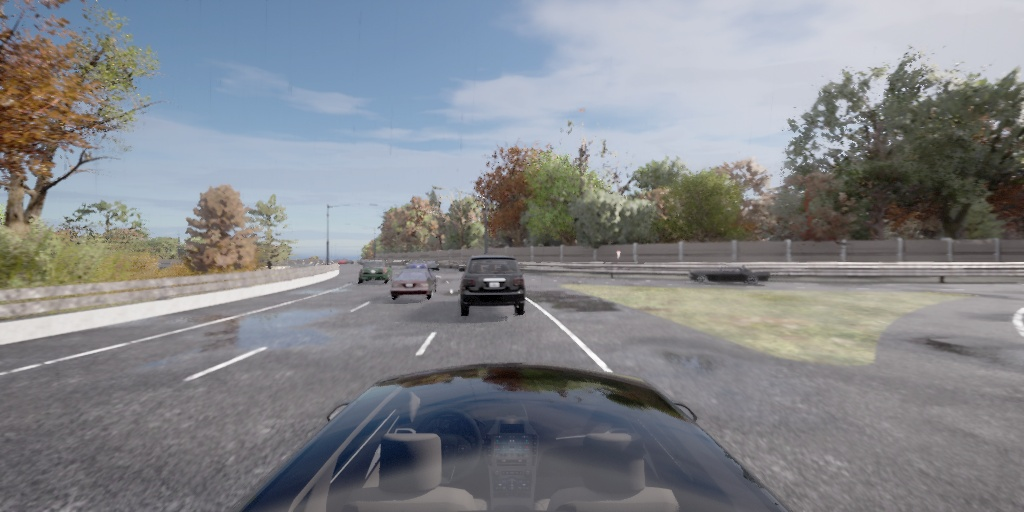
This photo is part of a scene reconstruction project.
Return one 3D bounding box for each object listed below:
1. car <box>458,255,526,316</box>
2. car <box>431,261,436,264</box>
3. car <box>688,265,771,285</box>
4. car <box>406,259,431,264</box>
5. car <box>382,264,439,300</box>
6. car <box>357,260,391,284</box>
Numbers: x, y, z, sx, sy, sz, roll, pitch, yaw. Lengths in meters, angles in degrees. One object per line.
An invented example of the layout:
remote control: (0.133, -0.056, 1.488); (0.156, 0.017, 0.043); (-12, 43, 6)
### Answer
car: (-0.844, 0.981, 13.719); (2.150, 2.045, 5.566); (0, 0, -6)
car: (-11.895, 1.394, 51.304); (1.994, 1.385, 4.181); (0, 0, -26)
car: (14.726, 1.284, 24.653); (4.718, 1.301, 1.895); (0, 0, 22)
car: (-10.557, 1.171, 39.640); (2.097, 1.767, 4.553); (0, 0, -20)
car: (-4.821, 1.328, 18.120); (2.033, 1.411, 5.357); (0, 0, -8)
car: (-10.532, 1.166, 27.960); (2.097, 1.767, 4.553); (0, 0, -14)
